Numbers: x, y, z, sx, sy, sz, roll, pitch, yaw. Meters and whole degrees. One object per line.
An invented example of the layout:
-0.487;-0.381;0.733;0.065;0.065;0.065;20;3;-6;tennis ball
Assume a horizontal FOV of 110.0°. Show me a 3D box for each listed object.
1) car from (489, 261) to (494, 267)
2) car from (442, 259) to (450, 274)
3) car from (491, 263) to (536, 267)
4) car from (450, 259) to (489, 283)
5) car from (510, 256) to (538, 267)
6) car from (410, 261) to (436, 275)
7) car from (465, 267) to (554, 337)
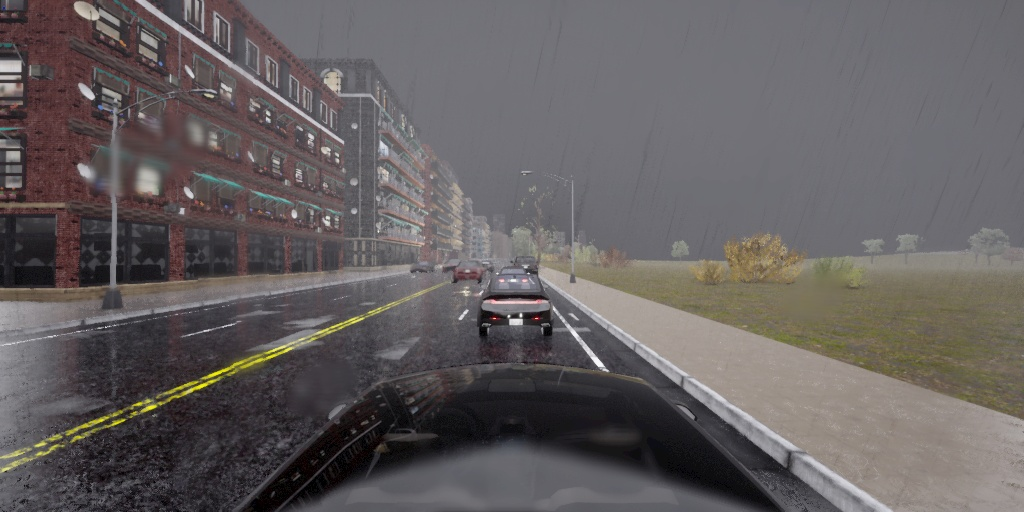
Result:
-3.248;1.280;44.472;1.812;1.442;4.674;0;0;0;car
-6.693;1.106;41.390;2.097;1.767;4.553;0;0;0;car
0.060;1.301;20.771;2.033;1.411;5.357;0;0;0;car
-3.212;1.106;27.929;2.097;1.767;4.553;0;0;0;car
1.070;0.979;30.984;2.150;2.045;5.566;0;0;0;car
-9.942;1.301;40.437;2.033;1.411;5.357;0;0;0;car
0.081;1.243;10.331;2.128;1.511;4.902;0;0;0;car
